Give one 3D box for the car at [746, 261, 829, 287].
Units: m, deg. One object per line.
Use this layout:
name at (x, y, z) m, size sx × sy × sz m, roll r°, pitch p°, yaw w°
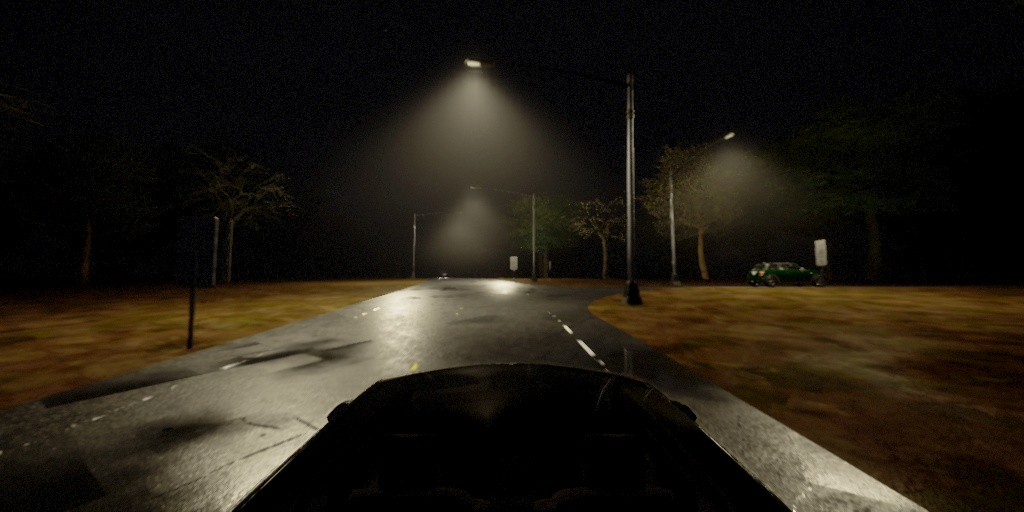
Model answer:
car at (18.973, 1.239, 24.830) m, size 4.553 × 1.767 × 2.097 m, roll -1°, pitch -4°, yaw 5°
